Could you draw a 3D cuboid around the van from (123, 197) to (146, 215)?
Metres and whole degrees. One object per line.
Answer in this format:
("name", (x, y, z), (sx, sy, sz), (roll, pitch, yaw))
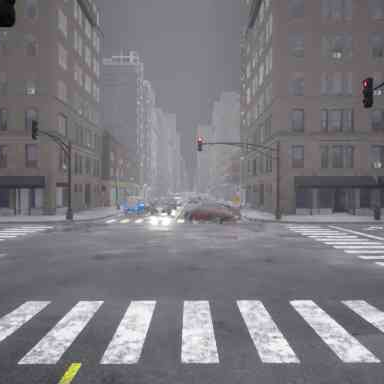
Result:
("van", (-5.758, 1.343, 33.413), (1.690, 1.788, 3.998), (0, 0, 0))

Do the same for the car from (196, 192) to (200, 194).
("car", (0.223, 1.291, 72.961), (1.882, 1.535, 5.008), (0, 0, 0))

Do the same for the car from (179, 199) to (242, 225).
("car", (1.472, 1.526, 24.158), (1.812, 1.442, 4.674), (-1, 1, -44))

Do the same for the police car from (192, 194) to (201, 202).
("police car", (1.040, 1.421, 79.485), (1.930, 1.638, 5.238), (0, 0, -1))

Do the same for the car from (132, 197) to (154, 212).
("car", (-5.740, 1.443, 39.082), (1.967, 1.590, 4.097), (0, 0, 0))

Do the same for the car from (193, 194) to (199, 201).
("car", (1.062, 1.448, 89.580), (1.801, 1.575, 5.366), (0, 0, 0))

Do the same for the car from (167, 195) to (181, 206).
("car", (-2.966, 1.494, 43.800), (2.128, 1.511, 4.902), (0, 0, 0))

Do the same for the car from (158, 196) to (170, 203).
("car", (-5.652, 1.566, 67.423), (1.947, 1.339, 4.313), (0, 0, 0))

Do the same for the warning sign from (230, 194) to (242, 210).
("warning sign", (5.188, 1.118, 39.376), (1.300, 1.860, 1.060), (0, 0, 0))

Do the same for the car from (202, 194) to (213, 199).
("car", (2.803, 1.443, 44.727), (1.967, 1.590, 4.097), (0, 0, 0))

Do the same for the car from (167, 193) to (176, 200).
("car", (-5.582, 1.306, 90.096), (2.192, 1.841, 5.009), (0, 0, 0))

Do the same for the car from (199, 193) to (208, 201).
("car", (2.926, 1.309, 84.412), (2.192, 1.841, 5.009), (0, 0, 0))

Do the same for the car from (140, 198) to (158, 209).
("car", (-5.723, 1.569, 44.750), (1.947, 1.339, 4.313), (0, 0, 0))

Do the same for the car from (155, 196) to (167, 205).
("car", (-5.670, 1.527, 61.585), (1.752, 1.417, 4.829), (0, 0, 0))

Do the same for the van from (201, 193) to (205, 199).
("van", (2.838, 1.344, 56.066), (1.690, 1.788, 3.998), (0, 0, 0))

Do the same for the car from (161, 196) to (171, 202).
("car", (-5.634, 1.543, 73.091), (1.887, 1.381, 4.507), (0, 0, 0))

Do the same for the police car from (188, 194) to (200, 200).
("police car", (0.566, 1.414, 95.408), (1.930, 1.638, 5.238), (0, 0, -16))

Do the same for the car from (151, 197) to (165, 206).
("car", (-5.688, 1.568, 56.087), (1.947, 1.339, 4.313), (0, 0, 0))

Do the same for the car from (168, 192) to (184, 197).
("car", (-2.920, 1.224, 54.530), (2.150, 2.045, 5.566), (0, 0, 0))

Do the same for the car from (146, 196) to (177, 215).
("car", (-3.003, 1.493, 33.555), (2.128, 1.511, 4.902), (0, 0, 0))

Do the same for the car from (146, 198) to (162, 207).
("car", (-5.705, 1.585, 50.418), (1.802, 1.307, 4.206), (0, 0, 0))

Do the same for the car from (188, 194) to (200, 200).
("car", (0.193, 1.602, 62.987), (1.895, 1.301, 4.718), (0, 0, 0))

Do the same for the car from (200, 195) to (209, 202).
("car", (2.909, 1.436, 78.743), (1.967, 1.590, 4.097), (0, 0, 0))

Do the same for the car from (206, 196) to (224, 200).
("car", (2.768, 1.442, 33.389), (1.967, 1.590, 4.097), (0, 0, 0))
